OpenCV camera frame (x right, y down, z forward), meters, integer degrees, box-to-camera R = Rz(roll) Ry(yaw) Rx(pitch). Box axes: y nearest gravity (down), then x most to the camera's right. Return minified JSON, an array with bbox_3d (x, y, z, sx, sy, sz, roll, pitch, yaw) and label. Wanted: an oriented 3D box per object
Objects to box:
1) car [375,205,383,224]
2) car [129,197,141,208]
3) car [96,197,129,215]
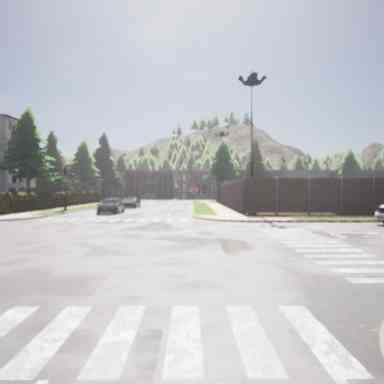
[{"bbox_3d":[14.416,1.112,20.547,5.566,2.045,2.150,0,0,0],"label":"car"},{"bbox_3d":[-7.736,1.304,42.627,2.033,1.411,5.357,0,0,0],"label":"car"},{"bbox_3d":[-7.736,1.318,31.978,1.837,1.490,4.892,0,0,0],"label":"car"}]
